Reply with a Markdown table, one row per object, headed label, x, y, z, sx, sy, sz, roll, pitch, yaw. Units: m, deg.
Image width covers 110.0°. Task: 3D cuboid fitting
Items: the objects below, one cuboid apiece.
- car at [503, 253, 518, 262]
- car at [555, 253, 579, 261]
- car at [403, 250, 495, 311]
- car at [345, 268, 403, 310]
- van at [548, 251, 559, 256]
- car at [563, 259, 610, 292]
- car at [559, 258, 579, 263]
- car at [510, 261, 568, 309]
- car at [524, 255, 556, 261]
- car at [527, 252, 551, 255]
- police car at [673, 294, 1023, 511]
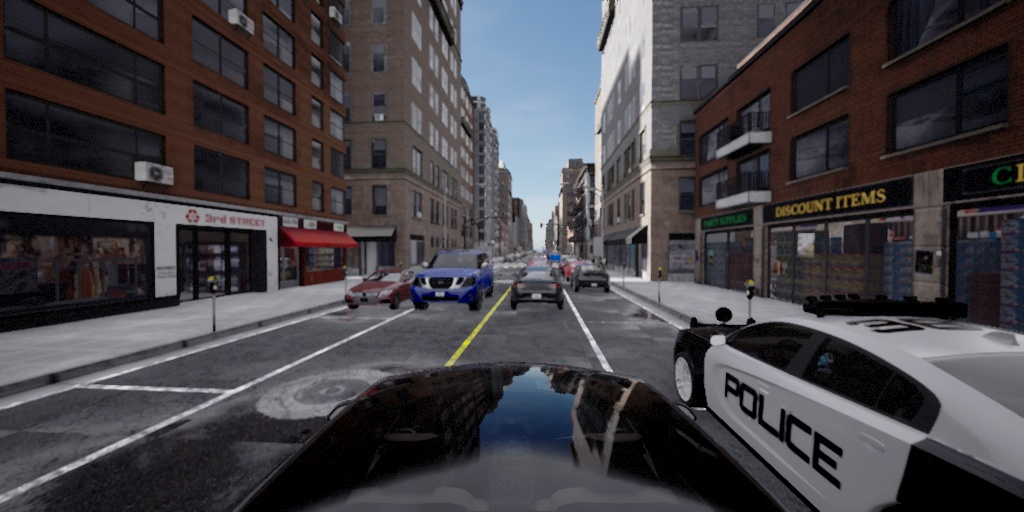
| label | x | y | z | sx | sy | sz | roll | pitch | yaw |
| --- | --- | --- | --- | --- | --- | --- | --- | --- | --- |
| car | -0.586 | 0.296 | 62.530 | 2.007 | 1.370 | 4.403 | 0 | 0 | 5 |
| car | 4.782 | 0.737 | 29.402 | 1.967 | 1.591 | 4.097 | 0 | 0 | 5 |
| car | -1.991 | 0.772 | 13.724 | 2.150 | 2.045 | 5.566 | 0 | 1 | 5 |
| car | -4.554 | 1.133 | 13.542 | 1.802 | 1.307 | 4.207 | 0 | 0 | 5 |
| van | 7.414 | 0.103 | 61.891 | 1.690 | 1.789 | 3.998 | 0 | 0 | 5 |
| car | 3.891 | 1.029 | 18.401 | 2.007 | 1.370 | 4.403 | 0 | 0 | 5 |
| car | 4.336 | 0.970 | 23.901 | 1.802 | 1.307 | 4.207 | 0 | 0 | 5 |
| car | 0.971 | 1.079 | 13.715 | 1.812 | 1.442 | 4.674 | 0 | 1 | 5 |
| car | 1.909 | 0.888 | 25.328 | 1.812 | 1.442 | 4.674 | 0 | 1 | 5 |
| car | 2.671 | 0.644 | 35.968 | 1.801 | 1.575 | 5.366 | 0 | 1 | 5 |
| police car | 3.026 | 1.154 | 3.107 | 1.930 | 1.638 | 5.238 | 0 | 1 | 5 |
